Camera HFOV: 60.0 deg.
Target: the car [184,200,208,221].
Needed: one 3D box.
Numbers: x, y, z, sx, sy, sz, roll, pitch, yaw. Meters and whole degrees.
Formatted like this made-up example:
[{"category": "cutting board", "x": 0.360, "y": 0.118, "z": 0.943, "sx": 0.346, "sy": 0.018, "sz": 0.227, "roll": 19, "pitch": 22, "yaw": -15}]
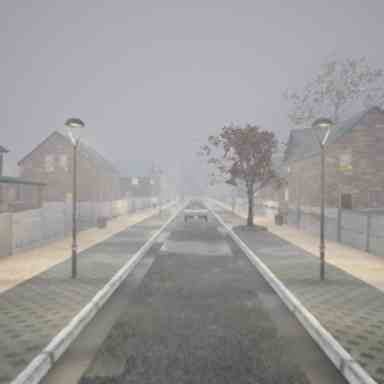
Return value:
[{"category": "car", "x": 0.338, "y": 1.634, "z": 27.408, "sx": 1.895, "sy": 1.301, "sz": 4.718, "roll": 0, "pitch": 0, "yaw": 1}]
